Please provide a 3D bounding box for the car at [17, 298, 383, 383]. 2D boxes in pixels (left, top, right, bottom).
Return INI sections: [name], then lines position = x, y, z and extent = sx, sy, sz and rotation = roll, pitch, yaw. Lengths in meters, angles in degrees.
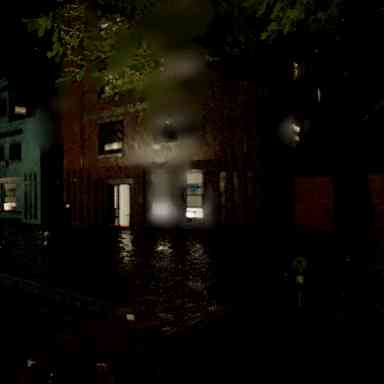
[car]
position = 0.286, 1.593, 2.670
extent = 4.206, 1.307, 1.802
rotation = -1, 0, 36
